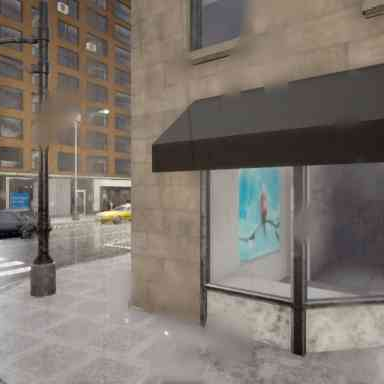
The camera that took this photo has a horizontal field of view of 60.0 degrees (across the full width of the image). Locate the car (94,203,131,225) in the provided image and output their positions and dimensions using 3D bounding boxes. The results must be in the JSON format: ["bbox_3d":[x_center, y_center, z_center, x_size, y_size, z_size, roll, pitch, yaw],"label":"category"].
[{"bbox_3d":[-4.935,1.548,24.720,1.752,1.417,4.829,0,0,36],"label":"car"}]

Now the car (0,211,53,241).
[{"bbox_3d":[-9.041,1.557,14.801,2.033,1.411,5.357,0,0,36],"label":"car"}]
